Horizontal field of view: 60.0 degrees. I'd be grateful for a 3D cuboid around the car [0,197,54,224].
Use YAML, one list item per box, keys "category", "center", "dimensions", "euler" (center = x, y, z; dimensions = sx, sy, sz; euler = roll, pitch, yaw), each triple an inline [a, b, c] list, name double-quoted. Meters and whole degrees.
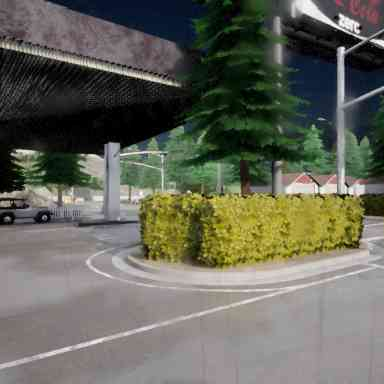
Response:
- category: "car"
  center: [-11.986, 1.313, 23.469]
  dimensions: [3.866, 1.878, 1.905]
  euler: [0, 0, -36]
